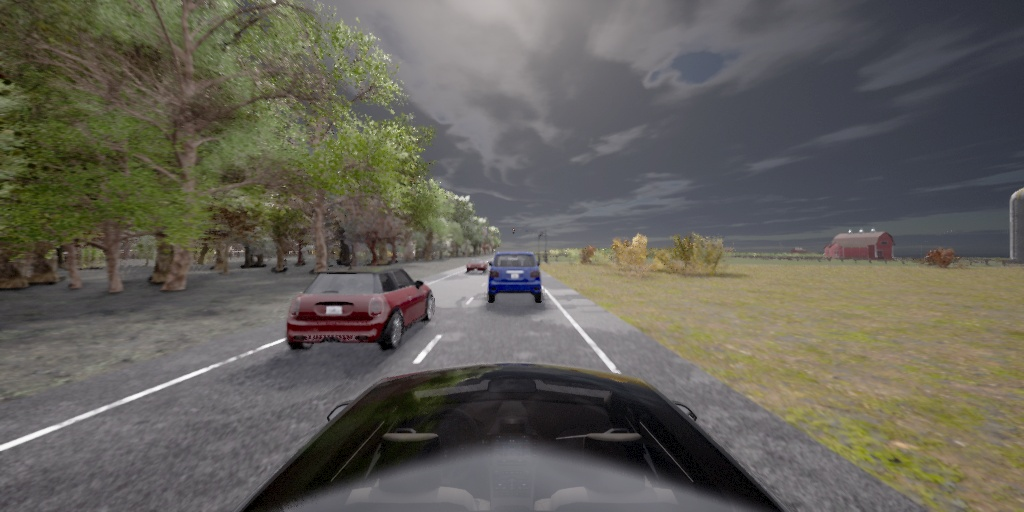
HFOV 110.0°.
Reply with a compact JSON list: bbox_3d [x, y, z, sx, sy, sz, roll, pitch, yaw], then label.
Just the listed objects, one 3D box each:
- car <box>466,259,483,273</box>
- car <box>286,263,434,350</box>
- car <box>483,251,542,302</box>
[{"bbox_3d":[-3.378,0.962,35.559,1.895,1.301,4.718,0,1,0],"label":"car"},{"bbox_3d":[-3.394,1.021,8.969,2.097,1.767,4.553,0,1,0],"label":"car"},{"bbox_3d":[0.109,0.810,16.000,2.150,2.045,5.566,0,1,0],"label":"car"}]
